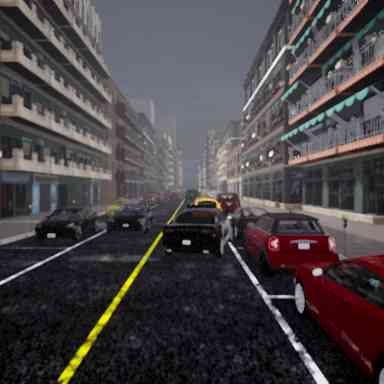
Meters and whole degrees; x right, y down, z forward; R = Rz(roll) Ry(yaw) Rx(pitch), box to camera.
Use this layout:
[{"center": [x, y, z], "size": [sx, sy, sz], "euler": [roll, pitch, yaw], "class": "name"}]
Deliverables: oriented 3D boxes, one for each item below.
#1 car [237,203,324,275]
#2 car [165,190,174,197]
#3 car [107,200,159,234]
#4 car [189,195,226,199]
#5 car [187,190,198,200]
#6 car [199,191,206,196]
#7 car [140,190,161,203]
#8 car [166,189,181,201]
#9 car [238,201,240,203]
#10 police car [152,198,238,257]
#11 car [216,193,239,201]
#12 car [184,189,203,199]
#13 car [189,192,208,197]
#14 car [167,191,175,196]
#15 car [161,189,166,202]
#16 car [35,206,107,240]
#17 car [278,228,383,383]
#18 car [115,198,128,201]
[{"center": [2.702, 1.305, 9.964], "size": [1.967, 1.590, 4.097], "euler": [0, 1, 0], "class": "car"}, {"center": [-5.581, 0.307, 83.244], "size": [1.967, 1.590, 4.097], "euler": [0, 1, 0], "class": "car"}, {"center": [-3.081, 1.330, 17.435], "size": [1.994, 1.385, 4.181], "euler": [0, 1, 0], "class": "car"}, {"center": [0.926, 1.180, 22.098], "size": [1.882, 1.535, 5.008], "euler": [0, 1, 0], "class": "car"}, {"center": [0.081, 0.491, 63.442], "size": [2.097, 1.767, 4.553], "euler": [0, 1, 0], "class": "car"}, {"center": [2.807, 0.332, 88.866], "size": [1.887, 1.381, 4.507], "euler": [0, 1, 0], "class": "car"}, {"center": [-5.634, 0.849, 43.794], "size": [1.967, 1.590, 4.097], "euler": [0, 1, 0], "class": "car"}, {"center": [-2.987, 0.692, 57.977], "size": [1.882, 1.535, 5.008], "euler": [0, 1, 0], "class": "car"}, {"center": [2.710, 1.340, 15.600], "size": [2.008, 1.369, 4.403], "euler": [0, 1, 0], "class": "car"}, {"center": [0.402, 1.254, 12.436], "size": [1.930, 1.638, 5.238], "euler": [0, 1, 13], "class": "police car"}, {"center": [2.726, 0.952, 26.869], "size": [2.192, 1.841, 5.009], "euler": [0, 1, 0], "class": "car"}, {"center": [0.063, 0.562, 48.668], "size": [2.150, 2.045, 5.566], "euler": [0, 1, 0], "class": "car"}, {"center": [0.864, 1.075, 28.280], "size": [1.801, 1.575, 5.366], "euler": [0, 1, -1], "class": "car"}, {"center": [-5.573, 0.333, 88.882], "size": [1.887, 1.381, 4.507], "euler": [0, 1, 0], "class": "car"}, {"center": [-5.625, 0.647, 49.428], "size": [2.192, 1.841, 5.009], "euler": [0, 1, 0], "class": "car"}, {"center": [-5.672, 1.357, 15.615], "size": [1.947, 1.339, 4.313], "euler": [0, 1, 0], "class": "car"}, {"center": [2.694, 1.485, 4.329], "size": [1.887, 1.381, 4.507], "euler": [0, 1, 0], "class": "car"}, {"center": [-5.657, 1.166, 26.716], "size": [1.752, 1.417, 4.829], "euler": [0, 1, 0], "class": "car"}]
